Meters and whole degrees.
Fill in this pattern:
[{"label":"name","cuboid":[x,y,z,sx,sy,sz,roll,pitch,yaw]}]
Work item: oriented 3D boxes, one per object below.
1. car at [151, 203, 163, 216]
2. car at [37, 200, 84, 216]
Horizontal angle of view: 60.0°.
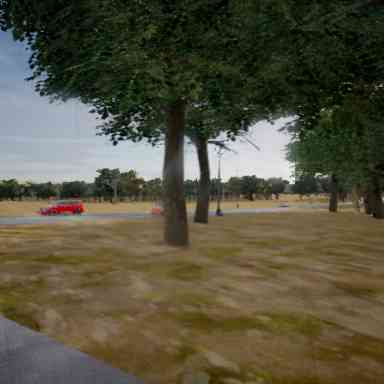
[{"label":"car","cuboid":[-3.494,2.351,46.020,2.097,1.767,4.553,0,-2,37]},{"label":"car","cuboid":[-16.012,2.007,40.954,2.150,2.045,5.566,0,0,37]}]
